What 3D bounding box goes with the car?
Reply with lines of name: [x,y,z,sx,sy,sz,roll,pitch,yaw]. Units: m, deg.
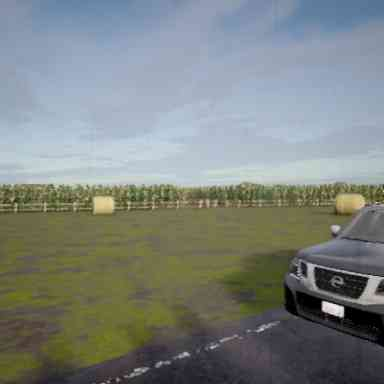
car: [4.115,1.213,6.081,5.566,2.045,2.150,0,0,-36]
